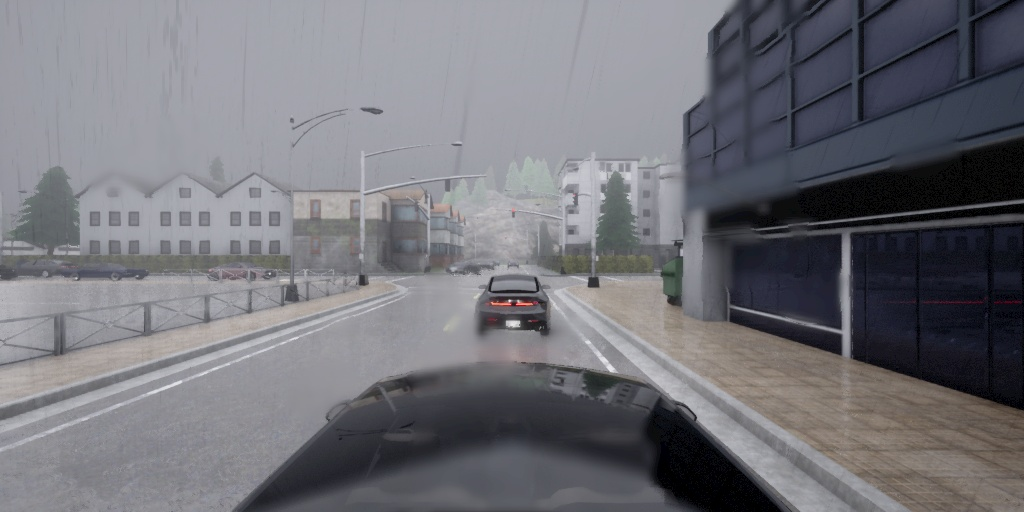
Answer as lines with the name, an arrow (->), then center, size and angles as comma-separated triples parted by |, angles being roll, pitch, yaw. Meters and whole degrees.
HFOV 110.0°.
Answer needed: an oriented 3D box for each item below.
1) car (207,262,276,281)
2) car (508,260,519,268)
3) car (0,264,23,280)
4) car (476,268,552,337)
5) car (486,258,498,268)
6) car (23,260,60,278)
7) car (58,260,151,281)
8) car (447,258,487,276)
car -> -19.891, 1.138, 26.500 | 4.181, 1.385, 1.994 | 0, 0, 0
car -> 0.181, 1.351, 60.994 | 1.895, 1.301, 4.718 | 0, 0, -1
car -> -40.133, 1.174, 26.626 | 4.718, 1.301, 1.895 | 0, 0, 1
car -> 0.067, 1.255, 10.344 | 1.837, 1.490, 4.892 | 0, 0, 1
car -> -3.525, 1.102, 49.993 | 2.097, 1.767, 4.553 | 0, 0, 0
car -> -39.569, 1.077, 30.279 | 4.892, 1.490, 1.837 | 0, 0, 0
car -> -29.911, 1.174, 26.546 | 4.718, 1.301, 1.895 | 0, 0, 0
car -> -4.613, 1.181, 35.044 | 2.128, 1.511, 4.902 | 0, -2, 18
